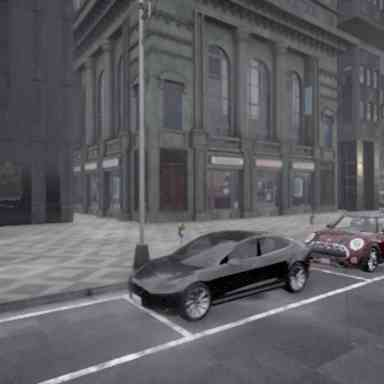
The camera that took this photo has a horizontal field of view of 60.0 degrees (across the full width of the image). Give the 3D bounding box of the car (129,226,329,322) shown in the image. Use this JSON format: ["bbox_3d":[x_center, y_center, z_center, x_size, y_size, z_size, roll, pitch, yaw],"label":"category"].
[{"bbox_3d":[0.787,1.544,7.207,4.313,1.339,1.947,0,0,-35],"label":"car"}]

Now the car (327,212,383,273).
[{"bbox_3d":[5.355,1.392,10.462,4.097,1.590,1.967,0,0,-35],"label":"car"}]
